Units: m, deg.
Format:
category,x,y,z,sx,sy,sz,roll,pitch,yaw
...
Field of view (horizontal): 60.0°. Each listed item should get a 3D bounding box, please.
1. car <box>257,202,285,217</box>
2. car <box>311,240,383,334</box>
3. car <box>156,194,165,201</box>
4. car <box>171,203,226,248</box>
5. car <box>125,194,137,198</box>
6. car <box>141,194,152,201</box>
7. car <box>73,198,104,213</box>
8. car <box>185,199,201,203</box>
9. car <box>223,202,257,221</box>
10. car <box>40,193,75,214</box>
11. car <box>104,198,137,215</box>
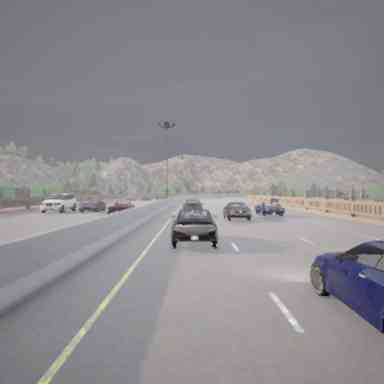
category,x,y,z,sx,sy,sz,roll,pitch,yaw
car,7.092,1.563,30.994,1.895,1.301,4.718,0,0,0
car,3.599,1.519,5.610,1.812,1.442,4.674,0,0,0
car,-6.983,1.233,74.070,1.837,1.490,4.892,0,0,0
car,0.097,1.474,14.717,2.128,1.511,4.902,0,0,0
car,-13.940,1.192,76.309,2.097,1.767,4.553,0,0,0
car,-10.445,1.200,76.130,2.097,1.767,4.553,0,0,0
car,-10.606,1.504,35.974,2.033,1.411,5.357,0,0,0
car,0.092,1.465,32.592,1.837,1.490,4.892,0,0,0
car,3.593,1.515,27.100,2.033,1.411,5.357,0,0,0
car,-14.105,1.176,35.509,2.150,2.045,5.566,0,0,0
car,-7.105,1.560,33.518,1.895,1.301,4.718,0,0,0
